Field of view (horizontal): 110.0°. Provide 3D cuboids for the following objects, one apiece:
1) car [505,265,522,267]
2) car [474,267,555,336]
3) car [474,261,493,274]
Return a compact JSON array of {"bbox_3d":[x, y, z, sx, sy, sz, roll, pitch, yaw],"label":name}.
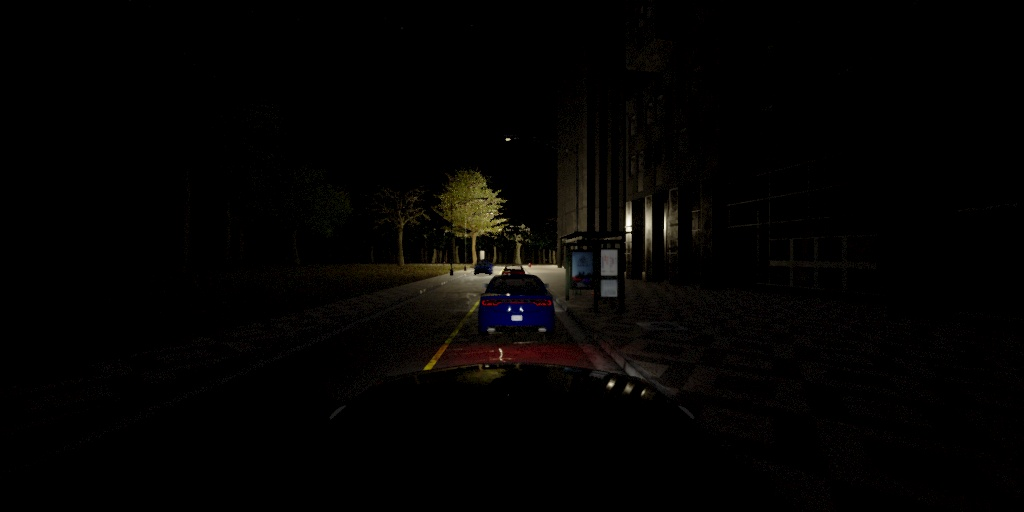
[{"bbox_3d":[0.129,1.431,30.274,1.895,1.301,4.718,0,0,0],"label":"car"},{"bbox_3d":[0.110,1.242,10.490,1.882,1.535,5.008,0,0,0],"label":"car"},{"bbox_3d":[-3.061,1.333,39.211,1.882,1.535,5.008,0,0,0],"label":"car"}]
